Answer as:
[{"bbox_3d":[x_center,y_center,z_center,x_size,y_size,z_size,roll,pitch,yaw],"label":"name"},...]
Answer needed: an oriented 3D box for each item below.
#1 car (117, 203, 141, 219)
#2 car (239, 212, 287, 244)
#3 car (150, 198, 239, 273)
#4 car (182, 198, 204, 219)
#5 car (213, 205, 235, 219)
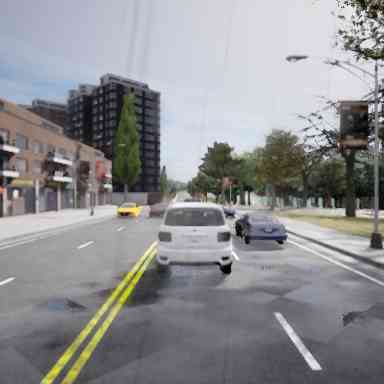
[{"bbox_3d":[-6.616,1.942,35.165,1.882,1.535,5.008,0,-1,0],"label":"car"},{"bbox_3d":[3.337,1.751,16.993,2.033,1.411,5.357,0,-1,0],"label":"car"},{"bbox_3d":[0.074,1.355,11.275,2.150,2.045,5.566,0,0,0],"label":"car"},{"bbox_3d":[0.080,1.691,35.623,2.150,2.045,5.566,0,-1,0],"label":"car"},{"bbox_3d":[3.329,2.066,35.249,1.895,1.301,4.718,0,-1,0],"label":"car"}]
